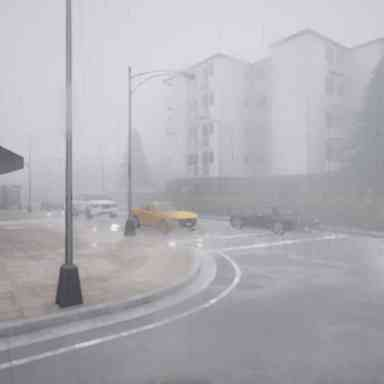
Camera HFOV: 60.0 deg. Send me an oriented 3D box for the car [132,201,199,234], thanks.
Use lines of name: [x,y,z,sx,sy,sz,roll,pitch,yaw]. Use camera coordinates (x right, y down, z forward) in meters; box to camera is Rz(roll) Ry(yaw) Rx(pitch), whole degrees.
car: [-1.593,1.287,18.165,1.882,1.535,5.008,0,0,-35]

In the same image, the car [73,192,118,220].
car: [-7.902,1.029,26.736,2.150,2.045,5.566,0,0,-36]

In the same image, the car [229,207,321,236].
car: [3.989,1.391,17.040,1.895,1.301,4.718,0,0,-34]

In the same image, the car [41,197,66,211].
car: [-15.494,1.335,37.001,1.812,1.442,4.674,0,0,-36]
